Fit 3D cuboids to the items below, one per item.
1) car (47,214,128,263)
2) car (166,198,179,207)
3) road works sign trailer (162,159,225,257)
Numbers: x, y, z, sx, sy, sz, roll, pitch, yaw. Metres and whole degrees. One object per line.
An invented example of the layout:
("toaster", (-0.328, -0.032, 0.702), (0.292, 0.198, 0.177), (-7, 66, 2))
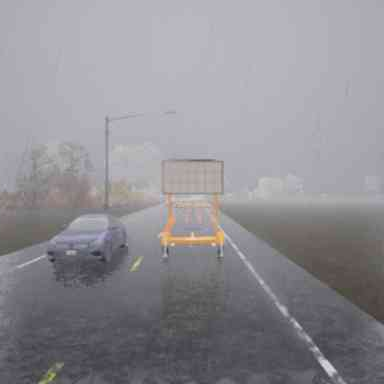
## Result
("car", (-3.578, 1.552, 12.193), (1.812, 1.442, 4.674), (0, 0, 0))
("car", (-3.246, 1.655, 54.755), (1.812, 1.442, 4.674), (0, 0, 1))
("road works sign trailer", (0.038, 0.493, 13.123), (2.380, 3.560, 2.880), (0, 0, -1))
